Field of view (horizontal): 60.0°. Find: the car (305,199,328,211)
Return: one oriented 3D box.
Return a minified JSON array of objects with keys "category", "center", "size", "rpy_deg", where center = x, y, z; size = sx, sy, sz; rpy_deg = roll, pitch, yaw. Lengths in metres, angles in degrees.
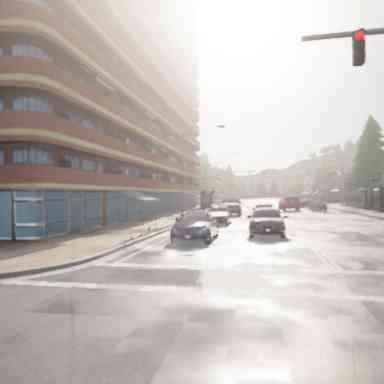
[{"category":"car","center":[16.842,1.787,44.544],"size":[2.033,1.411,5.357],"rpy_deg":[-1,-1,12]}]

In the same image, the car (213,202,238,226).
[{"category":"car","center":[2.211,1.805,26.305],"size":[2.033,1.411,5.357],"rpy_deg":[-1,-1,12]}]

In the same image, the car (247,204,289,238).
[{"category":"car","center":[4.218,1.651,18.713],"size":[1.837,1.490,4.892],"rpy_deg":[-1,-1,12]}]

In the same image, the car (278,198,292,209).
[{"category":"car","center":[15.348,1.851,54.882],"size":[1.882,1.535,5.008],"rpy_deg":[-1,-1,12]}]

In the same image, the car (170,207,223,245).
[{"category":"car","center":[0.273,1.711,16.920],"size":[1.812,1.442,4.674],"rpy_deg":[-1,-1,12]}]

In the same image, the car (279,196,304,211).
[{"category":"car","center":[13.386,1.518,45.135],"size":[2.150,2.045,5.566],"rpy_deg":[-1,-1,12]}]

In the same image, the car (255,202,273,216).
[{"category":"car","center":[8.147,1.894,37.672],"size":[1.895,1.301,4.718],"rpy_deg":[-1,-1,12]}]

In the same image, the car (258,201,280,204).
[{"category":"car","center":[6.126,1.723,27.958],"size":[1.837,1.490,4.892],"rpy_deg":[-1,-1,12]}]

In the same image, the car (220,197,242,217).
[{"category":"car","center":[4.338,1.556,36.594],"size":[2.150,2.045,5.566],"rpy_deg":[-1,0,12]}]
